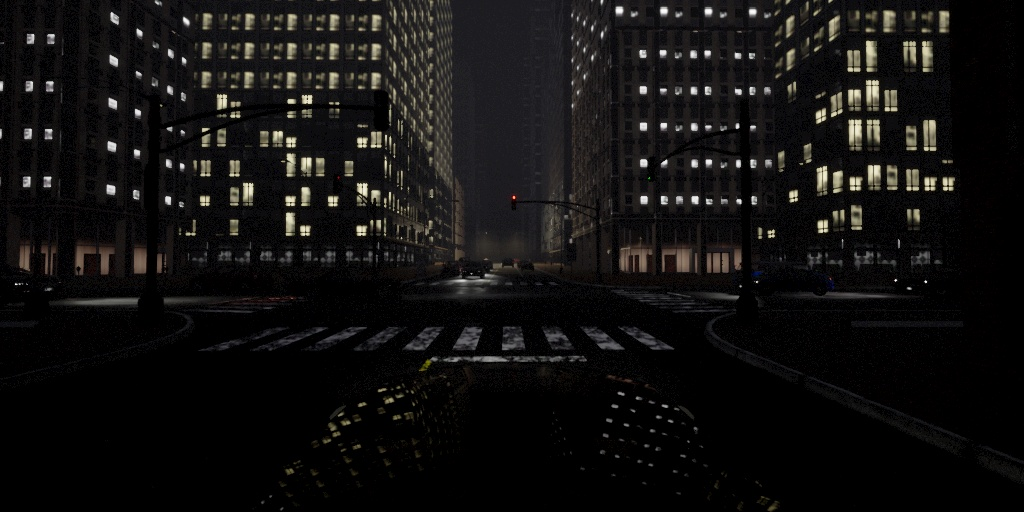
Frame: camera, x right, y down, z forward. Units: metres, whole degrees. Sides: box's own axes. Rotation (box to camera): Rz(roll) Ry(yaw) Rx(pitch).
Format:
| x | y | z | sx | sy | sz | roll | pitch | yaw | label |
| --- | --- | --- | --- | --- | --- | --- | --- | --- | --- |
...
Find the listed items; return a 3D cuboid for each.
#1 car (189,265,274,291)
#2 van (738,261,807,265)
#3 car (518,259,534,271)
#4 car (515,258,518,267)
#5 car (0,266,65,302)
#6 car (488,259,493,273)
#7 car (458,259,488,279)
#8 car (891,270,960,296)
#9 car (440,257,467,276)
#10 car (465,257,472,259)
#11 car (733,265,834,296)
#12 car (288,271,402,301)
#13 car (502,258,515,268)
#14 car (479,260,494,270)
| x | y | z | sx | sy | sz | roll | pitch | yaw | label |
| --- | --- | --- | --- | --- | --- | --- | --- | --- | --- |
| -16.755 | 1.255 | 21.447 | 4.097 | 1.591 | 1.967 | 0 | 0 | -1 | car |
| 15.717 | 1.209 | 21.807 | 3.998 | 1.789 | 1.690 | 0 | 0 | -1 | van |
| 2.070 | 1.348 | 48.350 | 1.802 | 1.307 | 4.207 | 0 | 0 | -1 | car |
| 1.920 | 1.296 | 59.675 | 1.751 | 1.417 | 4.829 | 0 | 0 | -1 | car |
| -22.637 | 1.185 | 15.604 | 4.902 | 1.511 | 2.128 | 0 | -1 | -1 | car |
| -3.653 | 1.366 | 43.431 | 1.895 | 1.301 | 4.718 | 0 | 0 | -1 | car |
| -3.519 | 1.266 | 33.214 | 1.837 | 1.490 | 4.892 | 0 | 0 | -1 | car |
| 23.568 | 1.434 | 19.315 | 4.718 | 1.301 | 1.895 | 0 | -1 | -1 | car |
| -6.160 | 1.202 | 37.027 | 1.967 | 1.591 | 4.097 | 0 | 0 | -1 | car |
| -6.309 | 1.081 | 48.176 | 2.192 | 1.841 | 5.009 | 0 | 0 | -1 | car |
| 14.524 | 1.341 | 19.211 | 4.674 | 1.442 | 1.812 | 0 | -1 | -2 | car |
| -7.670 | 1.349 | 16.979 | 4.718 | 1.301 | 1.895 | 0 | 0 | -17 | car |
| -0.725 | 1.125 | 63.973 | 2.097 | 1.767 | 4.553 | 0 | 0 | -1 | car |
| -3.791 | 1.316 | 54.068 | 2.033 | 1.411 | 5.357 | 0 | 0 | -1 | car |
